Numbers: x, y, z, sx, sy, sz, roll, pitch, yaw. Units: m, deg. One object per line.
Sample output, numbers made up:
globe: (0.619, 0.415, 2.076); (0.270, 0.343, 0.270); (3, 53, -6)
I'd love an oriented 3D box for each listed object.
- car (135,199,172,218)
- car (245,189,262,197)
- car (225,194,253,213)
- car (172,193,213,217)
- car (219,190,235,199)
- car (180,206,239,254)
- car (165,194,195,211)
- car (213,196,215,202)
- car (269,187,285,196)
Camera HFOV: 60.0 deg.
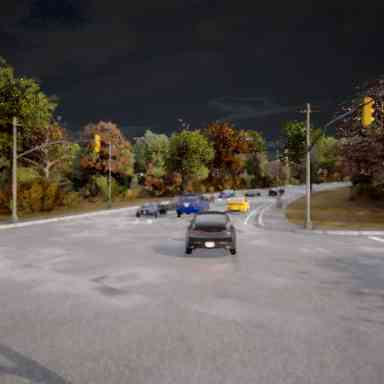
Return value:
car: (-3.640, 1.563, 30.708); (1.994, 1.385, 4.181); (0, 1, 14)
car: (10.910, 0.164, 59.287); (1.994, 1.385, 4.181); (0, 4, 30)
car: (4.942, 1.342, 35.214); (1.882, 1.535, 5.008); (0, 2, 16)
car: (0.157, 1.207, 30.940); (2.150, 2.045, 5.566); (0, 1, 13)
car: (6.228, 0.324, 57.962); (1.812, 1.442, 4.674); (0, 3, 25)
car: (0.833, 1.539, 13.694); (1.837, 1.490, 4.892); (0, 0, 5)
car: (-1.341, 1.149, 39.203); (2.097, 1.767, 4.553); (0, 2, 17)
car: (2.001, 0.906, 48.669); (1.812, 1.442, 4.674); (0, 3, 20)
car: (15.327, -0.088, 59.909); (1.882, 1.535, 5.008); (0, 4, 31)
